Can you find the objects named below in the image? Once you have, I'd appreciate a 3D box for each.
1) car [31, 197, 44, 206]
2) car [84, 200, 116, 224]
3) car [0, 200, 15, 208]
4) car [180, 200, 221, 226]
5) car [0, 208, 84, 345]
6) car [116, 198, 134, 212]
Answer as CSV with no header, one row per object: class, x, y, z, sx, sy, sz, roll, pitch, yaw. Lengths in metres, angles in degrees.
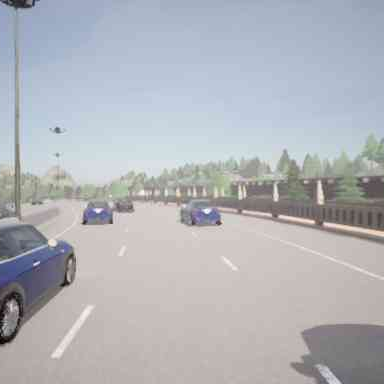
car,-28.194,1.697,60.875,2.033,1.411,5.357,0,0,-22
car,-7.148,1.373,25.419,2.097,1.767,4.553,0,0,-15
car,-14.225,1.599,24.221,1.812,1.442,4.674,0,0,-16
car,0.498,1.323,23.751,2.097,1.767,4.553,0,0,-13
car,-3.842,1.365,6.493,2.097,1.767,4.553,0,0,-4
car,-8.041,1.503,38.958,2.128,1.511,4.902,0,0,-21
